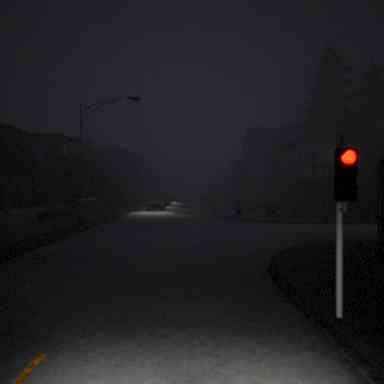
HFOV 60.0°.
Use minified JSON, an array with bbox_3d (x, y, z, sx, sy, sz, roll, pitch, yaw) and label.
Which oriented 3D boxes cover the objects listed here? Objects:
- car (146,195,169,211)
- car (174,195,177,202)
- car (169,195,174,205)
[{"bbox_3d":[-4.138,1.323,38.848,1.882,1.535,5.008,0,0,0],"label":"car"},{"bbox_3d":[-4.084,1.332,67.938,1.895,1.301,4.718,0,0,0],"label":"car"},{"bbox_3d":[-4.146,1.305,48.806,1.837,1.490,4.892,0,2,0],"label":"car"}]
